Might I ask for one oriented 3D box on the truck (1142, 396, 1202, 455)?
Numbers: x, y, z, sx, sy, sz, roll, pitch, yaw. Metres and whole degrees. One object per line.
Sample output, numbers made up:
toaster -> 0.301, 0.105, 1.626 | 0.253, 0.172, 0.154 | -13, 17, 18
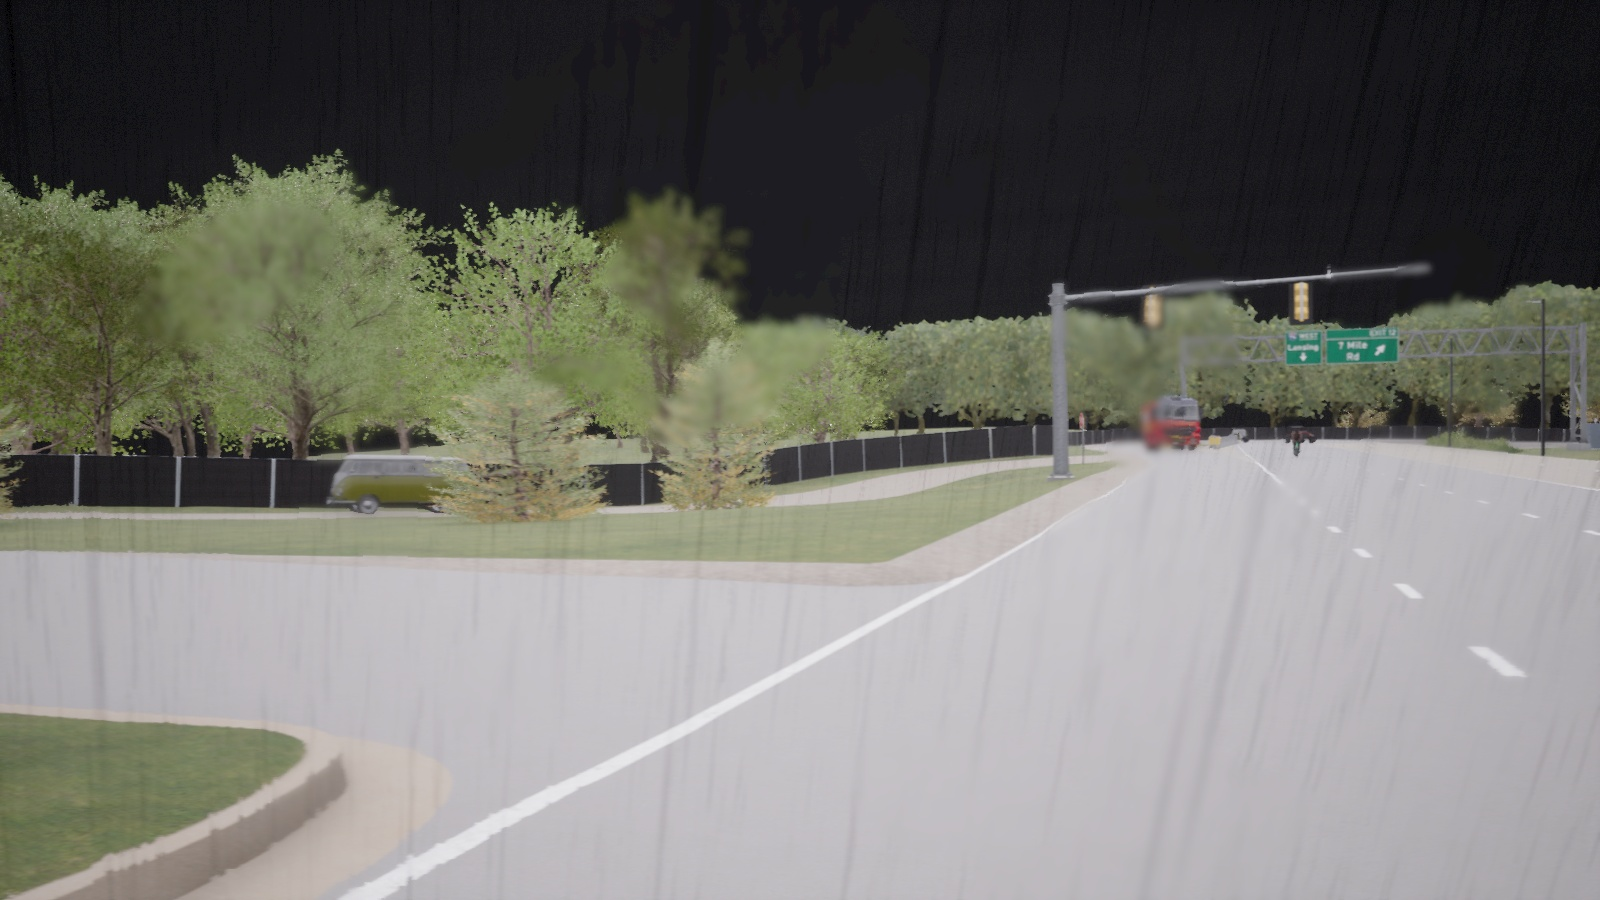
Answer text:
truck -> 25.458, -1.612, 86.312 | 2.891, 3.827, 8.468 | 0, 0, 9

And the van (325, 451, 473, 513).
van -> -13.511, 1.087, 42.352 | 4.442, 1.987, 1.775 | 1, -1, -31
